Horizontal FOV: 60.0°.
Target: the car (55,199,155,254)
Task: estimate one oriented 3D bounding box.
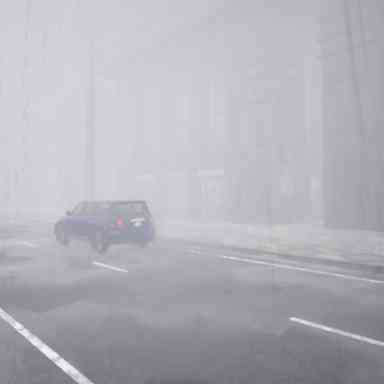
[{"bbox_3d":[-3.890,1.324,14.302,2.150,2.045,5.566,-1,0,-44],"label":"car"}]
